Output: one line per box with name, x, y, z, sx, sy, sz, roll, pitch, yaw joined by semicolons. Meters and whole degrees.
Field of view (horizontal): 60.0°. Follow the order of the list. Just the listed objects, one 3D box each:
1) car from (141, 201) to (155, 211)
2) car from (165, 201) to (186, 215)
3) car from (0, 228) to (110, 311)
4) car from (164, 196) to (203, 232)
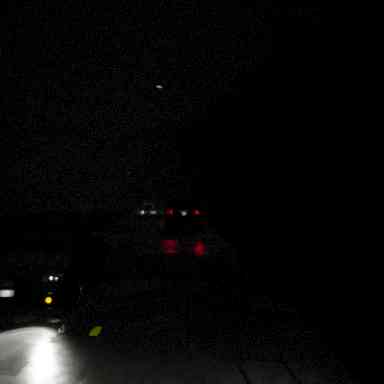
car;-6.536;2.017;49.809;1.882;1.535;5.008;0;-2;-7
car;-1.983;1.792;38.360;2.033;1.411;5.357;0;-1;-6
car;-3.242;1.561;7.714;1.994;1.385;4.181;0;0;-1
car;-0.571;1.280;20.882;2.150;2.045;5.566;0;0;-3
